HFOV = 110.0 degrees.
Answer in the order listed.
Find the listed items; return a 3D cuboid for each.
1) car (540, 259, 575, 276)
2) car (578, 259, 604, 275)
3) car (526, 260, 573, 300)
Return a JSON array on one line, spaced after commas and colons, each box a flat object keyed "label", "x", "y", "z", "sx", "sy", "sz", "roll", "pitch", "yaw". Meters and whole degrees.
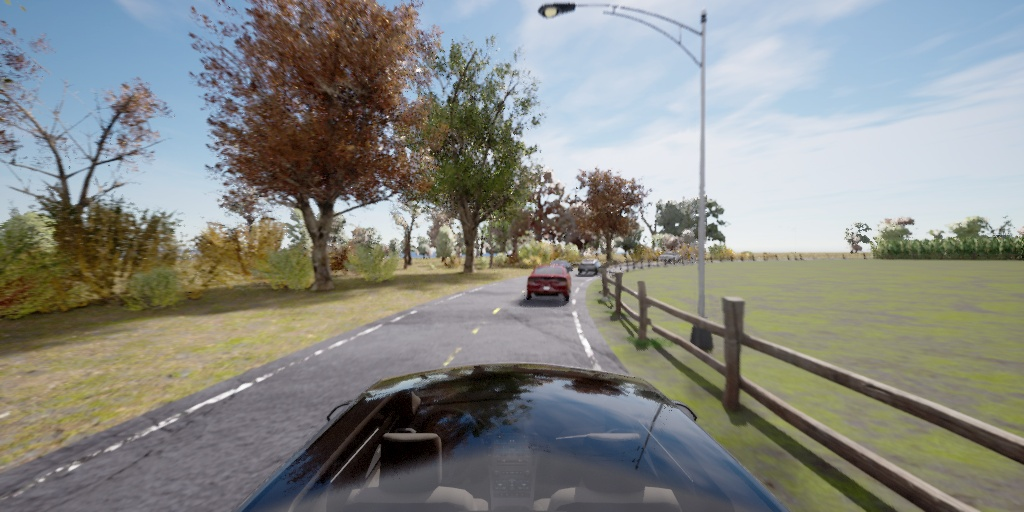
[{"label": "car", "x": 4.664, "y": 1.103, "z": 35.926, "sx": 2.033, "sy": 1.411, "sz": 5.357, "roll": 1, "pitch": 1, "yaw": 24}, {"label": "car", "x": 7.999, "y": 1.065, "z": 35.990, "sx": 2.128, "sy": 1.511, "sz": 4.902, "roll": 0, "pitch": 1, "yaw": 24}, {"label": "car", "x": 1.883, "y": 1.167, "z": 17.329, "sx": 1.882, "sy": 1.535, "sz": 5.008, "roll": 0, "pitch": 0, "yaw": 10}]
